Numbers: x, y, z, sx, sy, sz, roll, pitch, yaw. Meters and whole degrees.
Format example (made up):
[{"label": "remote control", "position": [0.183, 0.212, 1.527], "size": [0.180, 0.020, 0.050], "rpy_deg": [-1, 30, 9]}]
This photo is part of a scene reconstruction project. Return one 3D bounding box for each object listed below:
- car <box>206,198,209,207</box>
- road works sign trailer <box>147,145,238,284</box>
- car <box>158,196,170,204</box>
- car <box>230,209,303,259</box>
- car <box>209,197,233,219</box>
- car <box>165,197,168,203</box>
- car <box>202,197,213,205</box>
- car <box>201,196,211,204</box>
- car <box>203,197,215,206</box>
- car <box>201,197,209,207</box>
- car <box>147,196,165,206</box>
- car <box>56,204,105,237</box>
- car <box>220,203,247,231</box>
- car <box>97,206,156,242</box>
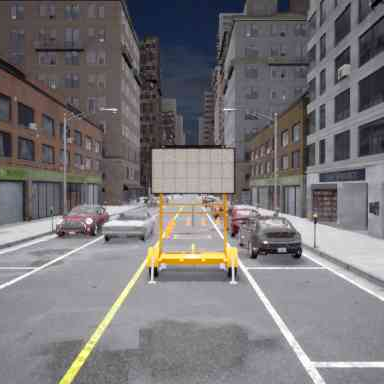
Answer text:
[{"label": "car", "position": [2.809, 1.552, 34.445], "size": [1.887, 1.381, 4.507], "rpy_deg": [-1, 0, 0]}, {"label": "road works sign trailer", "position": [0.028, 0.464, 9.567], "size": [2.380, 3.560, 2.880], "rpy_deg": [0, 0, 0]}, {"label": "car", "position": [-5.662, 1.578, 67.490], "size": [1.887, 1.381, 4.507], "rpy_deg": [-1, 0, 0]}, {"label": "car", "position": [2.773, 1.550, 12.424], "size": [2.008, 1.369, 4.403], "rpy_deg": [-1, 0, 0]}, {"label": "car", "position": [2.798, 1.445, 28.940], "size": [1.967, 1.590, 4.097], "rpy_deg": [-1, 0, 0]}, {"label": "car", "position": [-5.680, 1.589, 56.480], "size": [1.947, 1.339, 4.313], "rpy_deg": [-1, 0, 0]}, {"label": "car", "position": [2.854, 1.573, 61.971], "size": [1.887, 1.381, 4.507], "rpy_deg": [-1, 0, 0]}, {"label": "car", "position": [2.862, 1.578, 67.476], "size": [1.887, 1.381, 4.507], "rpy_deg": [-1, 0, 0]}, {"label": "car", "position": [2.845, 1.568, 56.465], "size": [1.887, 1.381, 4.507], "rpy_deg": [-1, 0, 0]}, {"label": "car", "position": [2.836, 1.585, 50.961], "size": [1.947, 1.339, 4.313], "rpy_deg": [-1, 0, 0]}, {"label": "car", "position": [-5.691, 1.459, 50.974], "size": [1.967, 1.590, 4.097], "rpy_deg": [-1, 0, 0]}, {"label": "car", "position": [-5.744, 1.441, 17.944], "size": [1.967, 1.590, 4.097], "rpy_deg": [-1, 0, 0]}, {"label": "car", "position": [2.782, 1.546, 17.930], "size": [1.887, 1.381, 4.507], "rpy_deg": [-1, 0, 0]}, {"label": "car", "position": [-2.973, 1.601, 16.460], "size": [1.895, 1.301, 4.718], "rpy_deg": [0, 0, 0]}]
